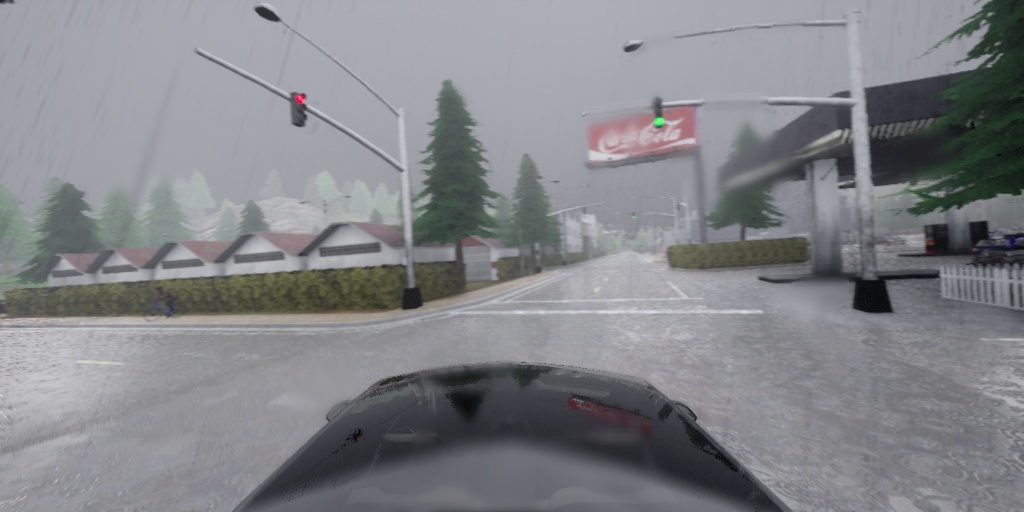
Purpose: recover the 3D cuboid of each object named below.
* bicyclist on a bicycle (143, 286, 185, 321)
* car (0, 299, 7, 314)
[{"bbox_3d":[-16.942,2.298,17.472,0.582,1.620,1.656,-4,0,18],"label":"bicyclist on a bicycle"},{"bbox_3d":[-42.661,4.292,30.357,1.895,1.301,4.718,-4,0,0],"label":"car"}]
